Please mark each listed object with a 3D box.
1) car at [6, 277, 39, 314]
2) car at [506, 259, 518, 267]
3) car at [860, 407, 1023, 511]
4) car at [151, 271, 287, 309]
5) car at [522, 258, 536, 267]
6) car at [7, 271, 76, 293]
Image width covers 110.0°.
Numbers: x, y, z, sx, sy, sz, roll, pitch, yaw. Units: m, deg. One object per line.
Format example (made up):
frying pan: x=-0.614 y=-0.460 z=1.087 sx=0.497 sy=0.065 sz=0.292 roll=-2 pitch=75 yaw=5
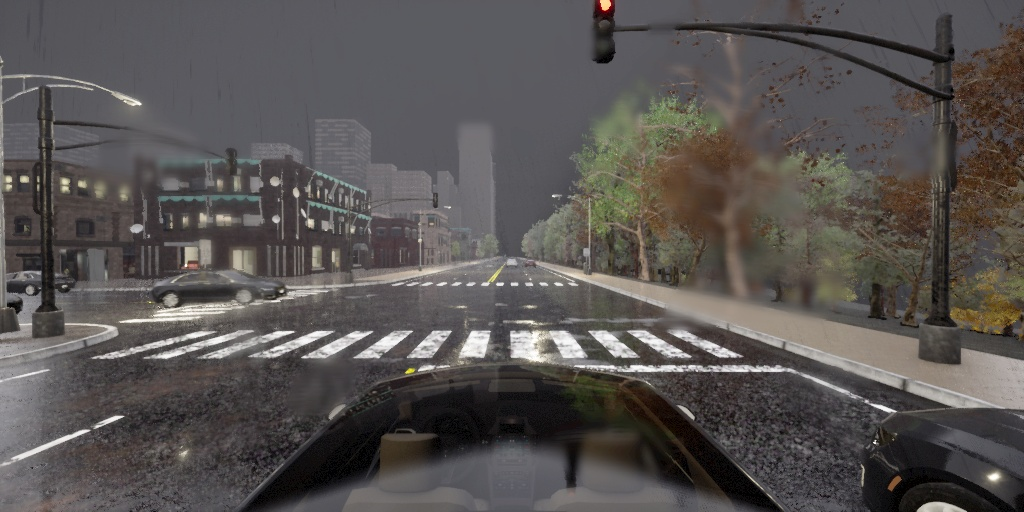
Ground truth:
car: x=-19.969 y=1.565 z=12.459 sx=4.313 sy=1.339 sz=1.948 roll=0 pitch=0 yaw=0
car: x=-0.029 y=1.252 z=63.289 sx=1.812 sy=1.442 sz=4.674 roll=0 pitch=0 yaw=0
car: x=3.352 y=1.255 z=0.459 sx=1.837 sy=1.490 sz=4.892 roll=0 pitch=0 yaw=0
car: x=-12.460 y=1.366 z=15.450 sx=4.892 sy=1.490 sz=1.837 roll=-2 pitch=1 yaw=-4
car: x=3.224 y=1.252 z=63.392 sx=1.812 sy=1.442 sz=4.674 roll=0 pitch=0 yaw=0
car: x=-28.320 y=1.560 z=20.954 sx=4.403 sy=1.370 sz=2.007 roll=0 pitch=0 yaw=0
